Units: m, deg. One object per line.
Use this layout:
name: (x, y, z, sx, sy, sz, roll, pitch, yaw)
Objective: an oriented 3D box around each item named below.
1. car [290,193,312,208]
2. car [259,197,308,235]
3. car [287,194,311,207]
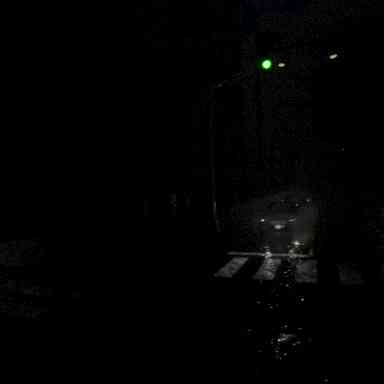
car: (11.726, 0.896, 35.605, 1.895, 1.301, 4.718, -2, 1, 21)
car: (4.666, 1.245, 17.199, 2.128, 1.511, 4.902, -2, 1, 20)
car: (8.022, 1.021, 25.987, 1.882, 1.535, 5.008, -2, 1, 21)
